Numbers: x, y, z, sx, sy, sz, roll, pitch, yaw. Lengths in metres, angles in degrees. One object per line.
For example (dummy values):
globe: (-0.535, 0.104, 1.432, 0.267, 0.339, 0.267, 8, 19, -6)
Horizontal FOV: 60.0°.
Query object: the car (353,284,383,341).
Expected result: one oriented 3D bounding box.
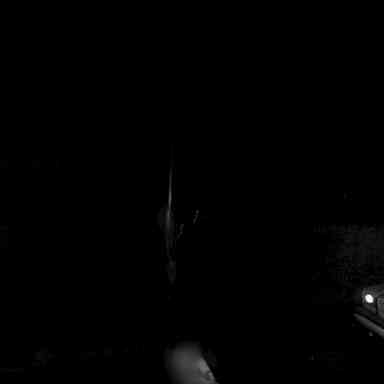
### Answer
car: (4.621, 1.590, 4.339, 4.718, 1.301, 1.895, 1, 2, -16)
